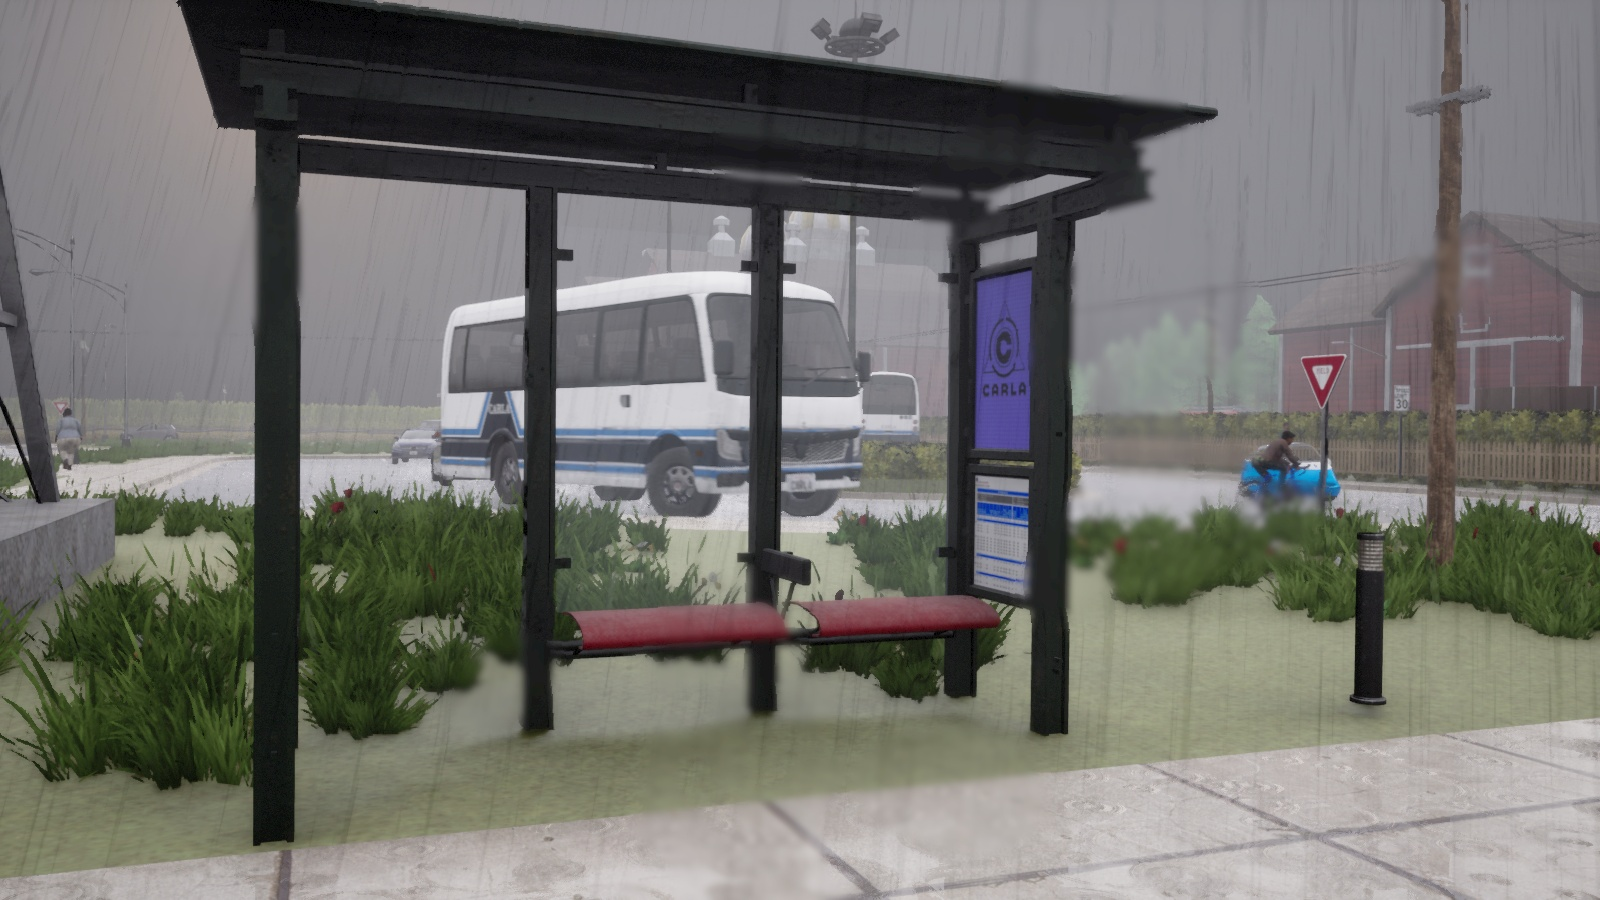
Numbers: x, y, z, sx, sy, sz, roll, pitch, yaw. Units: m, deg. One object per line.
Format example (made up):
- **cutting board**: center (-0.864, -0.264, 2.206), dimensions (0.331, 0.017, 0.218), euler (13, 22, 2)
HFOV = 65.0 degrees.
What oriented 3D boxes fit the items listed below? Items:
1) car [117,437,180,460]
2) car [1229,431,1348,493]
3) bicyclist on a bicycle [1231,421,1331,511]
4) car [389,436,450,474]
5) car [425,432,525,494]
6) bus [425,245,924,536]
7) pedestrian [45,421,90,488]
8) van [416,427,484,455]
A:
- **car**: center (-44.951, -0.113, 86.722), dimensions (3.633, 1.501, 1.845), euler (-1, 1, -21)
- **car**: center (11.381, 0.254, 29.362), dimensions (1.481, 1.376, 2.207), euler (-1, 1, -21)
- **bicyclist on a bicycle**: center (8.879, 0.278, 23.191), dimensions (1.656, 1.620, 0.582), euler (0, 1, -10)
- **car**: center (-15.388, 0.160, 50.994), dimensions (1.812, 1.442, 4.674), euler (-1, 1, -10)
- **car**: center (-8.748, 0.294, 33.544), dimensions (2.007, 1.525, 4.514), euler (-1, 1, -22)
- **bus**: center (-2.854, -0.931, 23.559), dimensions (3.944, 4.253, 10.273), euler (-3, 2, -41)
- **pedestrian**: center (-20.674, 0.108, 35.461), dimensions (0.874, 1.855, 0.900), euler (-2, 1, -44)
- **van**: center (-25.486, -0.676, 91.570), dimensions (4.442, 1.987, 1.775), euler (-1, 1, -37)
